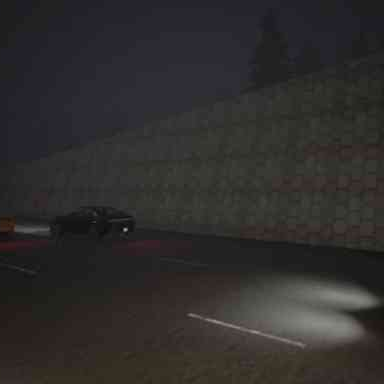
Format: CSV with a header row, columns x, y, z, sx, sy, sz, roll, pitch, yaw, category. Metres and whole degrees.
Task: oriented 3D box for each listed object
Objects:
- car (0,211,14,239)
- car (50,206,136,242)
x,y,z,sx,sy,sz,roll,pitch,yaw,category
-10.349,1.400,15.682,5.008,1.535,1.882,0,0,36,car
-4.906,1.432,16.097,4.902,1.511,2.128,0,0,36,car
